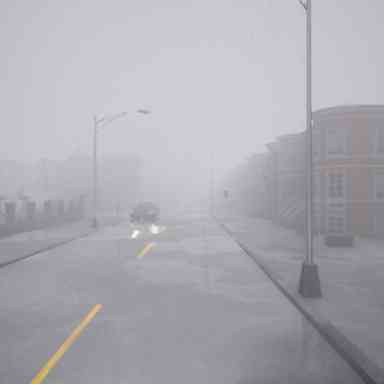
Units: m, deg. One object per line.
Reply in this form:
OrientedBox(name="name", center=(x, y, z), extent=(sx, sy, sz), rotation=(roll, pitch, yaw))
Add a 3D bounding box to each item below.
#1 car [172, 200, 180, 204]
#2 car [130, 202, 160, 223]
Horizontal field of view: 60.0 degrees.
OrientedBox(name="car", center=(-3.939, 2.605, 83.992), extent=(2.033, 1.411, 5.357), rotation=(0, -1, 0))
OrientedBox(name="car", center=(-3.996, 1.642, 28.691), extent=(2.097, 1.767, 4.553), rotation=(0, 0, 0))
